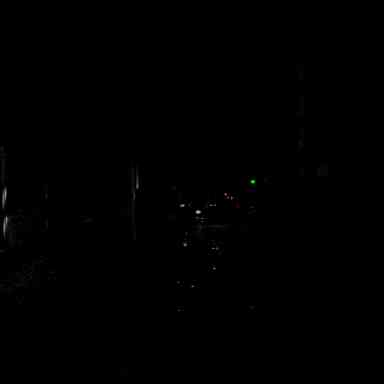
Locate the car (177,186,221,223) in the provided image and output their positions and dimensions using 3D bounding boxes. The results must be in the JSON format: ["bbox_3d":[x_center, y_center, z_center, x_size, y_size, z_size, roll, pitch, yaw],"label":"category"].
[{"bbox_3d":[0.329,0.646,20.539,2.150,2.045,5.566,-1,2,0],"label":"car"}]

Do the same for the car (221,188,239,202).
[{"bbox_3d":[4.426,0.338,39.466,1.837,1.490,4.892,-1,2,0],"label":"car"}]

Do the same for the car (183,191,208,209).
[{"bbox_3d":[0.314,0.684,31.188,2.033,1.411,5.357,-1,2,0],"label":"car"}]
